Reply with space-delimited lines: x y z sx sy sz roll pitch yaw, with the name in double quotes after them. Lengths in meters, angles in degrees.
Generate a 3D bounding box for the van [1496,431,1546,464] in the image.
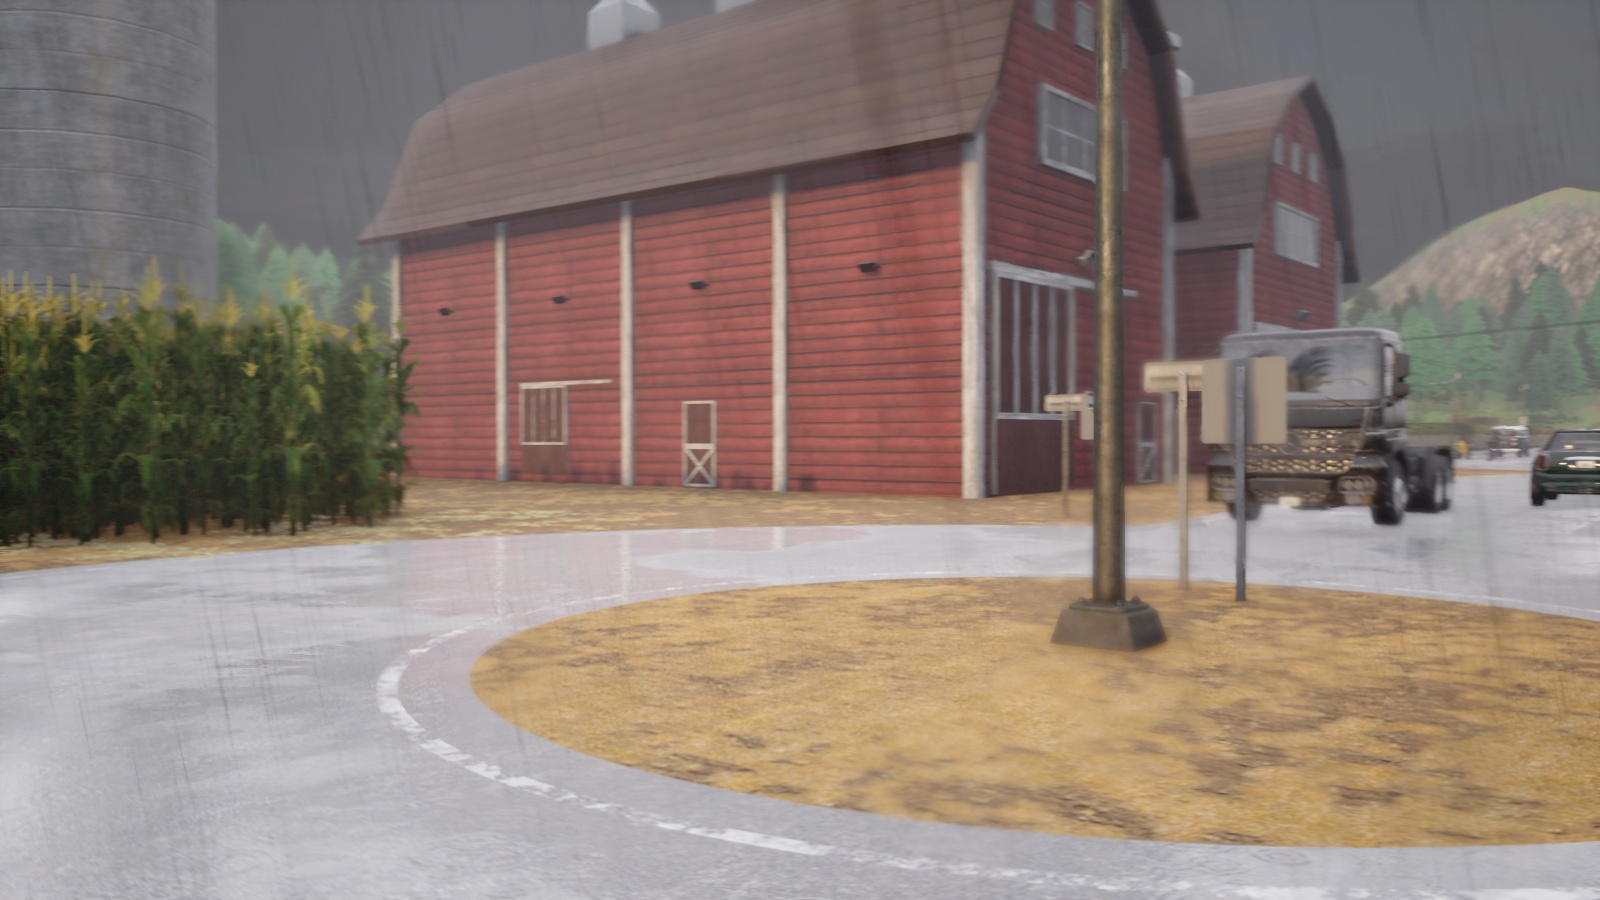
46.819 -0.193 81.480 2.069 2.038 4.480 1 1 40 "van"

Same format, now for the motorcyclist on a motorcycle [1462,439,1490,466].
38.821 0.138 72.137 2.044 1.523 0.797 0 1 -44 "motorcyclist on a motorcycle"

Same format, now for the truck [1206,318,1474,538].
10.455 -0.386 23.728 2.891 3.462 7.936 1 1 36 "truck"

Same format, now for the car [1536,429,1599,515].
17.839 0.441 27.868 2.097 1.767 4.553 1 1 36 "car"
